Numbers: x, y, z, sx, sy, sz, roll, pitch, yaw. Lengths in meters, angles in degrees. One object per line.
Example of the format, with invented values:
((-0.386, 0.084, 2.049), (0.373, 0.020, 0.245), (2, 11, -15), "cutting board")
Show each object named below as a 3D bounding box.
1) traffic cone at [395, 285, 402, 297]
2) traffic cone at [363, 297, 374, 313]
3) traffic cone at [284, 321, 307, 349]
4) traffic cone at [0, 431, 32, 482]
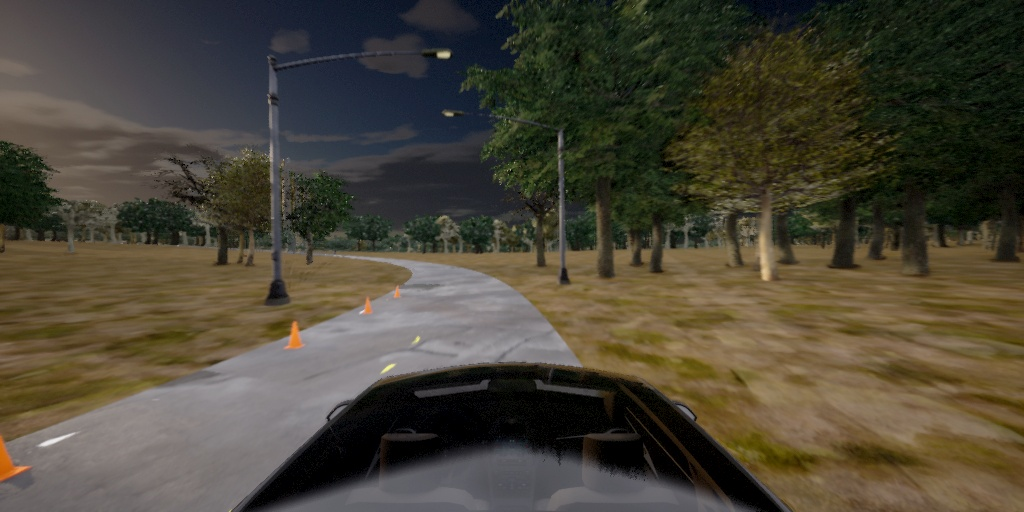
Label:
((-5.751, 1.766, 18.028), (0.340, 0.580, 0.340), (0, 0, -7), "traffic cone")
((-5.279, 1.787, 13.153), (0.340, 0.580, 0.340), (0, 0, -4), "traffic cone")
((-4.992, 1.798, 8.264), (0.340, 0.580, 0.340), (0, 0, -2), "traffic cone")
((-4.890, 1.798, 3.367), (0.340, 0.580, 0.340), (0, 0, 0), "traffic cone")
